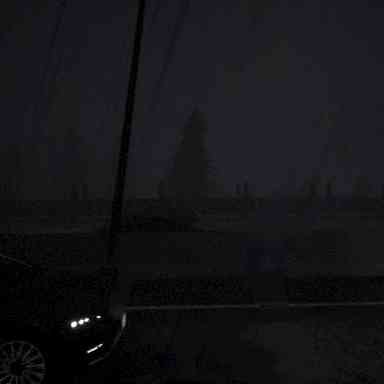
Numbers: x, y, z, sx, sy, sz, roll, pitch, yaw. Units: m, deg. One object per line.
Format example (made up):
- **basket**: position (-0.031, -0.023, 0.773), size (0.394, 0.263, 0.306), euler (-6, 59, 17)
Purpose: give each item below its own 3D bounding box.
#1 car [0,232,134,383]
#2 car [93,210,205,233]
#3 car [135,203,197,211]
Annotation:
- **car**: position (-3.378, 1.479, 4.365), size (4.902, 1.511, 2.128), euler (0, 0, -3)
- **car**: position (-1.587, 1.499, 11.657), size (4.181, 1.385, 1.994), euler (0, 0, -3)
- **car**: position (-2.065, 1.386, 18.641), size (4.902, 1.511, 2.128), euler (0, 0, -3)
